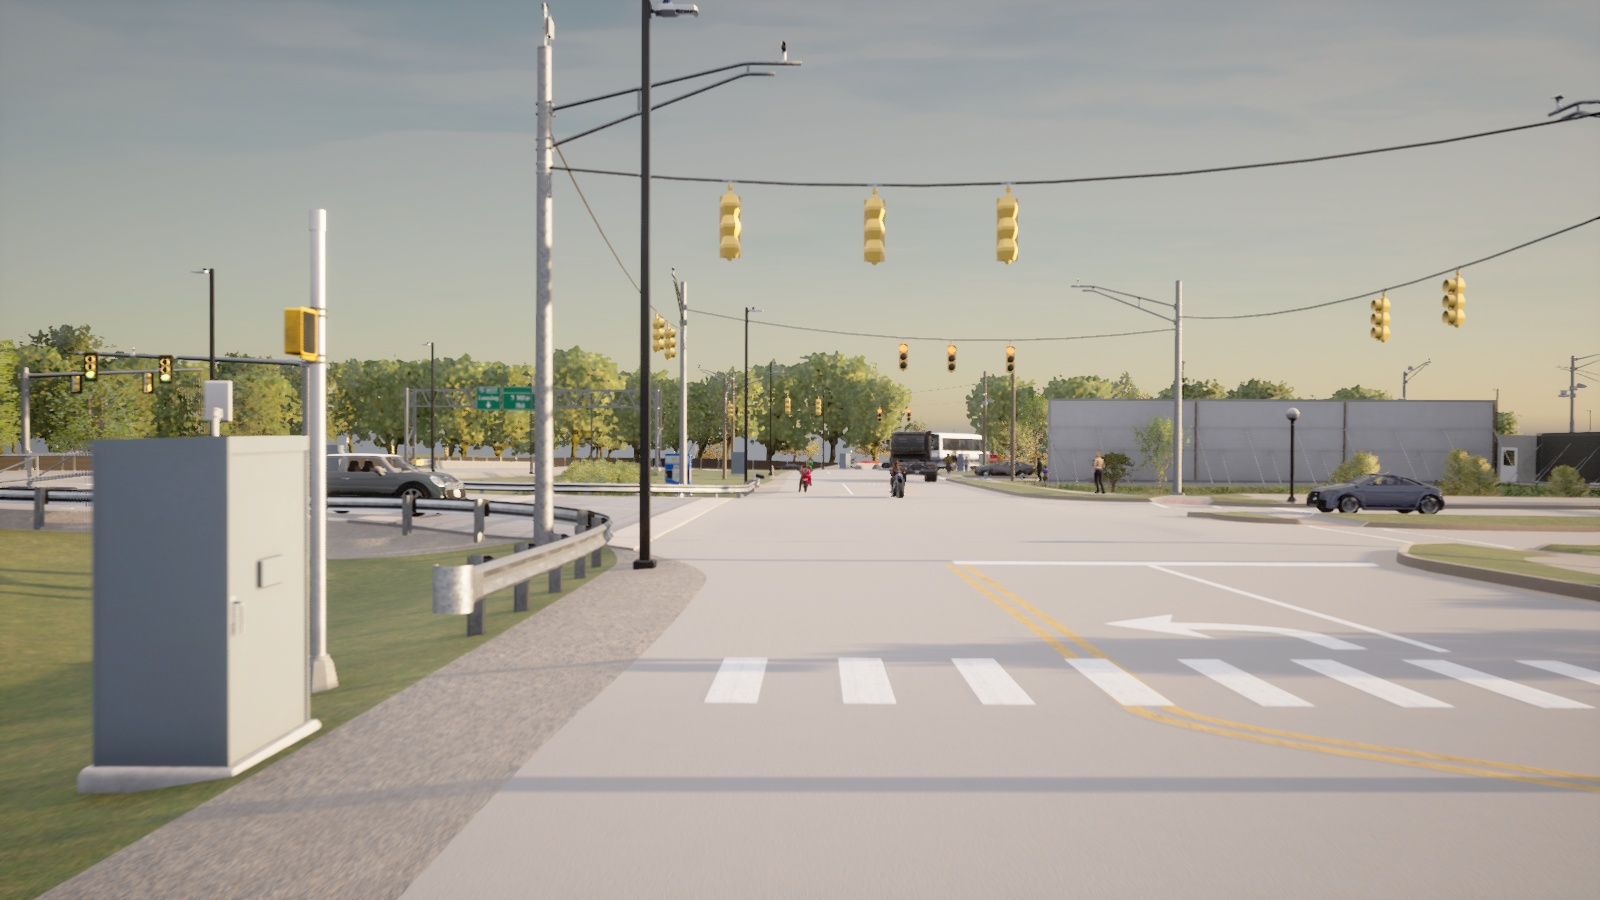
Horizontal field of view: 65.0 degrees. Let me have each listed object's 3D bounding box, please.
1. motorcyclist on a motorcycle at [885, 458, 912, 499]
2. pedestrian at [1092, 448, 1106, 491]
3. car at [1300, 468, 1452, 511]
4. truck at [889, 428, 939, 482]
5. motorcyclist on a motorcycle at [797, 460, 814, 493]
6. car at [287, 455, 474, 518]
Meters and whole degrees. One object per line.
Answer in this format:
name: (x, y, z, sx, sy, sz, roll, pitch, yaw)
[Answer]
motorcyclist on a motorcycle: (4.115, 1.182, 52.811, 0.766, 1.649, 2.350, 0, 0, -4)
pedestrian: (12.963, 0.845, 54.485, 0.345, 1.836, 0.594, 0, 1, -13)
car: (19.274, 1.314, 42.168, 4.181, 1.385, 1.994, 0, 0, 1)
truck: (7.680, 0.305, 85.320, 2.891, 3.462, 7.936, 0, 0, 1)
motorcyclist on a motorcycle: (0.276, 1.254, 60.270, 0.797, 1.523, 2.044, 0, 0, 1)
car: (-10.048, 0.862, 30.267, 3.806, 1.475, 1.970, 0, -1, 5)
